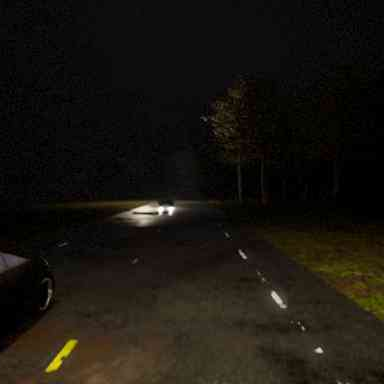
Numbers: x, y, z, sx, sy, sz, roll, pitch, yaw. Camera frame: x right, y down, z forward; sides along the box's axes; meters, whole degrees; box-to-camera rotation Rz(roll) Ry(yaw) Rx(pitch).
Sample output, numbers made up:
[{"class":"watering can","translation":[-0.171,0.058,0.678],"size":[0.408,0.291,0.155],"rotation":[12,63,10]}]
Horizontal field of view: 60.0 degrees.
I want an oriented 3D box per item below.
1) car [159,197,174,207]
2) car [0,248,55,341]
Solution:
[{"class":"car","translation":[-3.597,1.338,46.932],"size":[1.895,1.301,4.718],"rotation":[0,0,0]},{"class":"car","translation":[-3.601,1.527,4.656],"size":[1.994,1.385,4.181],"rotation":[0,0,0]}]
